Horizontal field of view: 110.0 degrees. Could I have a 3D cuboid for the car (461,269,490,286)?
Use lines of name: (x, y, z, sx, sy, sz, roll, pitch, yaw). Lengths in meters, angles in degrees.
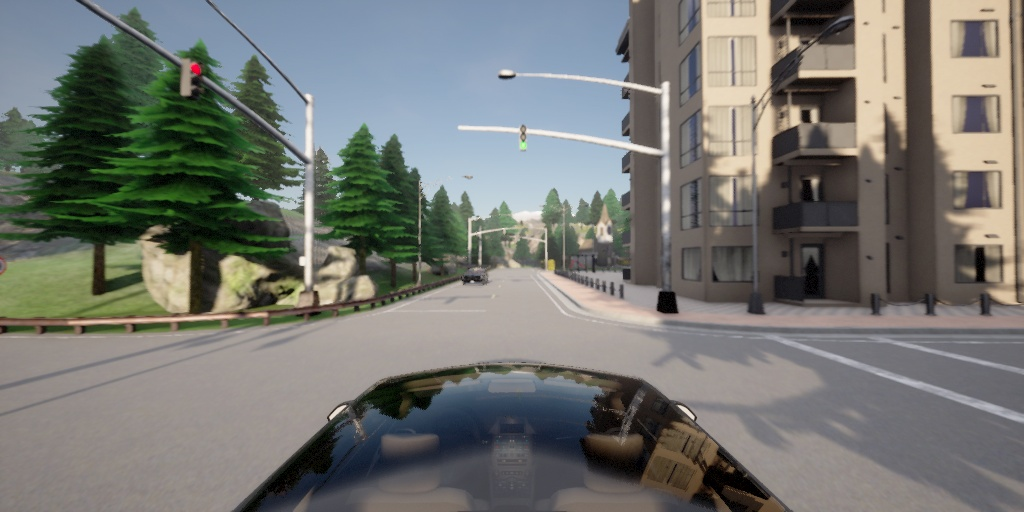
car: (-2.988, 1.705, 29.783, 1.895, 1.301, 4.718, 0, -1, 2)
